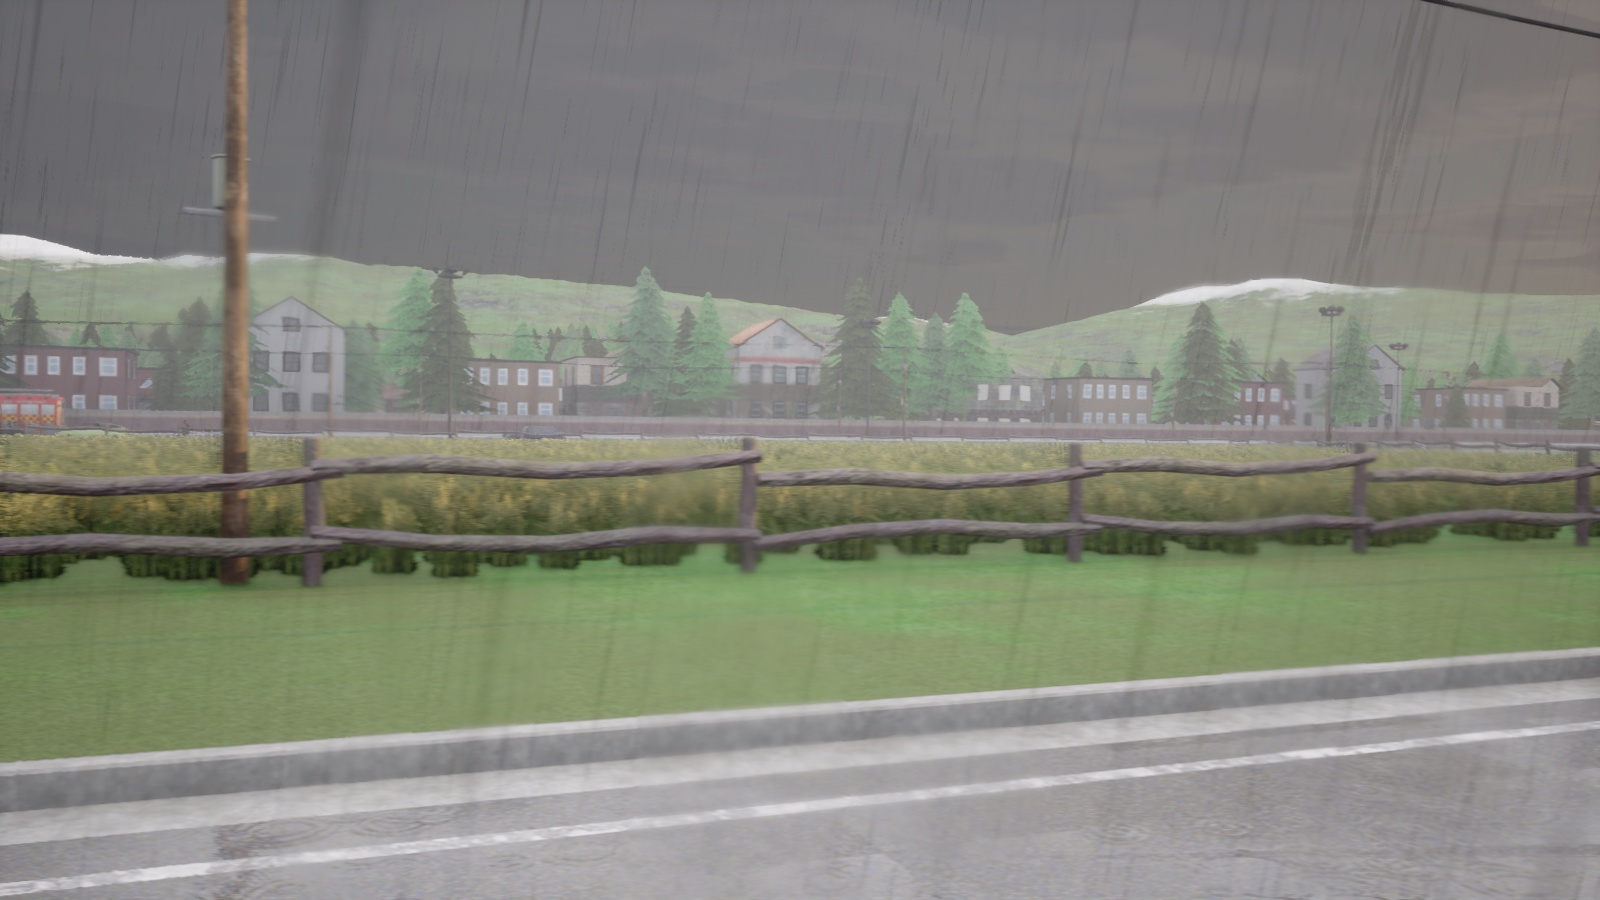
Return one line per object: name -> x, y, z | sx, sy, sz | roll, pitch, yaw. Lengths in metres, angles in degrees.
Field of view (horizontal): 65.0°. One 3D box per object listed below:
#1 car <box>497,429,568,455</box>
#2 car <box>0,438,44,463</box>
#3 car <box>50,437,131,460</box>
car -> -18.784, -0.574, 88.113 | 4.553, 1.767, 2.097 | -1, 1, -21
car -> -50.503, 0.020, 79.972 | 3.705, 1.549, 1.789 | -1, 1, -21
car -> -47.800, -0.118, 84.721 | 4.514, 1.525, 2.007 | -1, 1, -21
